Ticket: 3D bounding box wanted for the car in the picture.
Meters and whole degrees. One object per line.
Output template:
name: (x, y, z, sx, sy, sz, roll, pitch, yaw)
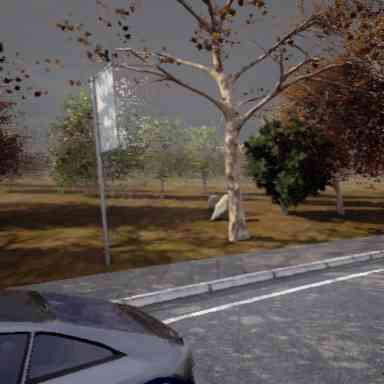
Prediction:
car: (-1.973, 1.552, 2.382, 4.181, 1.385, 1.994, 0, 0, -35)
